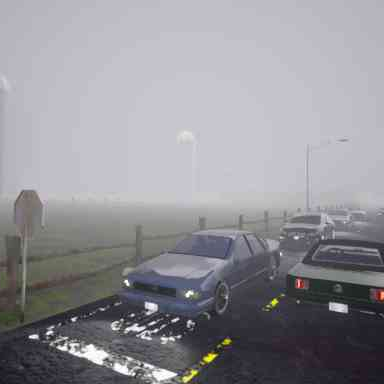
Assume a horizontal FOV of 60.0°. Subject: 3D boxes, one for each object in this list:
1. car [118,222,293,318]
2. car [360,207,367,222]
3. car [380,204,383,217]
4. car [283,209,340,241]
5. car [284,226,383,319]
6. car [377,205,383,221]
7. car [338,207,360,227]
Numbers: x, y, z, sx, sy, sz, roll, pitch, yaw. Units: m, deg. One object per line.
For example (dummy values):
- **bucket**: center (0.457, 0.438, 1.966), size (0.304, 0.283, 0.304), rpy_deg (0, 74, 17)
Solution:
- **car**: center (0.668, 1.660, 8.116), size (2.033, 1.411, 5.357), rpy_deg (0, -1, 31)
- **car**: center (16.244, 2.159, 33.262), size (1.994, 1.385, 4.181), rpy_deg (0, -1, 32)
- **car**: center (24.906, 2.289, 41.950), size (1.837, 1.490, 4.892), rpy_deg (0, -1, 32)
- **car**: center (5.790, 1.777, 16.418), size (1.837, 1.490, 4.892), rpy_deg (0, -1, 32)
- **car**: center (3.674, 1.723, 7.573), size (1.895, 1.301, 4.718), rpy_deg (0, -1, 32)
- **car**: center (19.634, 2.164, 33.326), size (2.033, 1.411, 5.357), rpy_deg (0, -1, 32)
- **car**: center (10.932, 1.979, 24.735), size (2.033, 1.411, 5.357), rpy_deg (0, -1, 31)
